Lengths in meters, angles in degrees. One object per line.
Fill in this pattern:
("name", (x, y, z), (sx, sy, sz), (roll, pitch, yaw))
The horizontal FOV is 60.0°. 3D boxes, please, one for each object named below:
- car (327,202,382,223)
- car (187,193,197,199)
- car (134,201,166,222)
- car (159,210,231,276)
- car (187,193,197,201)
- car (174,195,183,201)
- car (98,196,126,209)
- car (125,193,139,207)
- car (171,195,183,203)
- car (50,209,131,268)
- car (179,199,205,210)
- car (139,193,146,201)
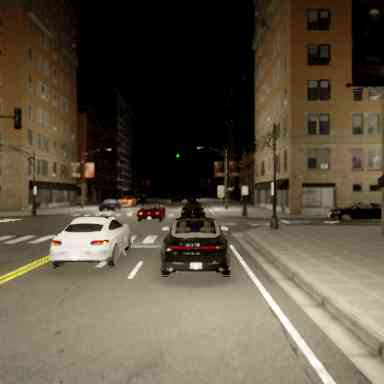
("car", (13.048, 1.547, 25.779), (4.902, 1.511, 2.128), (0, 0, -1))
("car", (-0.020, 1.526, 69.544), (1.837, 1.490, 4.892), (0, 0, 0))
("car", (-3.160, 1.619, 26.779), (1.895, 1.301, 4.718), (0, 0, 0))
("car", (0.102, 1.511, 10.321), (1.837, 1.490, 4.892), (0, 0, 0))
("car", (-0.024, 1.147, 80.058), (2.150, 2.045, 5.566), (0, 0, 0))
("car", (-3.274, 1.474, 80.003), (1.994, 1.385, 4.181), (0, 0, 0))
("car", (-9.857, 1.568, 40.542), (2.033, 1.411, 5.357), (0, 0, 0))
("car", (-9.834, 1.376, 50.432), (2.097, 1.767, 4.553), (0, 0, 0))
("car", (-3.270, 1.550, 69.543), (1.812, 1.442, 4.674), (0, 0, 0))
("car", (-3.248, 1.532, 11.268), (1.812, 1.442, 4.674), (0, 0, -2))
("car", (0.088, 1.541, 26.438), (1.812, 1.442, 4.674), (0, 0, 0))
("car", (-9.767, 1.247, 60.846), (2.150, 2.045, 5.566), (0, 0, 0))
